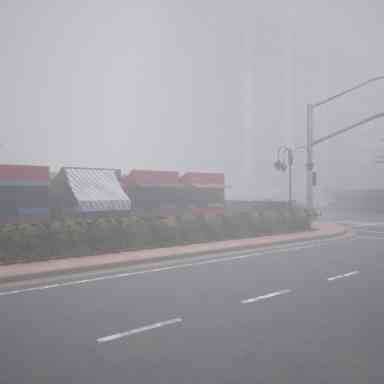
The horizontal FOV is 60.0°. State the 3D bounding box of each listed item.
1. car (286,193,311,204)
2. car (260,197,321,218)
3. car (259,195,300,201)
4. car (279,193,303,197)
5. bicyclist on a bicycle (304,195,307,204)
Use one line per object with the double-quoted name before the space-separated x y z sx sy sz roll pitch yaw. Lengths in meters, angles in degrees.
"car" 18.964 1.114 59.095 1.905 1.878 3.866 0 0 -36
"car" 8.520 1.436 28.149 2.128 1.511 4.902 0 0 -36
"car" 8.355 1.422 34.337 1.882 1.535 5.008 0 0 -36
"car" 16.573 1.114 57.383 1.905 1.878 3.866 0 0 -36
"bicyclist on a bicycle" 15.497 1.246 44.900 1.656 1.620 0.582 0 0 -36
